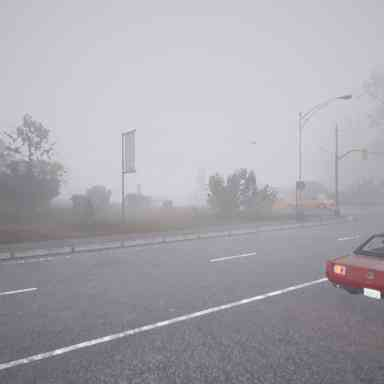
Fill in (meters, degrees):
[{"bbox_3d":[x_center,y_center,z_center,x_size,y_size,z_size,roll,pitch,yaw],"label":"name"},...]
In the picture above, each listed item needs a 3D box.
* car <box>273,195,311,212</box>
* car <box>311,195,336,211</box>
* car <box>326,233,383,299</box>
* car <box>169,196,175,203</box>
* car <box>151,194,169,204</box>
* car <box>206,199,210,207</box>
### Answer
[{"bbox_3d":[9.948,1.276,36.466,1.882,1.535,5.008,-1,0,-39],"label":"car"},{"bbox_3d":[13.785,1.121,37.284,2.097,1.767,4.553,-1,0,-39],"label":"car"},{"bbox_3d":[5.133,1.569,7.433,4.718,1.301,1.895,0,0,-36],"label":"car"},{"bbox_3d":[-5.142,1.134,60.827,2.097,1.767,4.553,-1,0,-38],"label":"car"},{"bbox_3d":[-6.388,1.374,56.774,1.994,1.385,4.181,-1,0,-39],"label":"car"},{"bbox_3d":[3.974,1.281,43.872,1.882,1.535,5.008,-1,1,-39],"label":"car"}]
